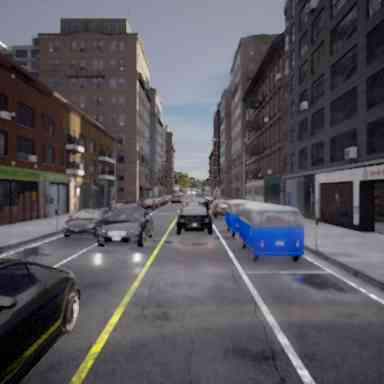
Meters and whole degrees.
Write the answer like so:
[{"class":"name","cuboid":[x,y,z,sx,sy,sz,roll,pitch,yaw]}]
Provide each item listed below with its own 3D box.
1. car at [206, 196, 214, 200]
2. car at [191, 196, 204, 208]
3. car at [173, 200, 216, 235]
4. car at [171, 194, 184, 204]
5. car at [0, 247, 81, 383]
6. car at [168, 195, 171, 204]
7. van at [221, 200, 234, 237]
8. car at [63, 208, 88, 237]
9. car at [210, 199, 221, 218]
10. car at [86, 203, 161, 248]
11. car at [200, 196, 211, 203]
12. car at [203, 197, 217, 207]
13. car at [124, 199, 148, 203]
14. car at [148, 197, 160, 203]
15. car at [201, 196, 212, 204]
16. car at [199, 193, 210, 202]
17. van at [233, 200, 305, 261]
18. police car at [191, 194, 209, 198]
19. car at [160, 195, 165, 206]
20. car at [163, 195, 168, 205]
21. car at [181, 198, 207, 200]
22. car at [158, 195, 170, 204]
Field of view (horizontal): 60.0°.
[{"class":"car","cuboid":[2.709,1.485,34.797,1.752,1.417,4.829,0,0,0]},{"class":"car","cuboid":[0.821,1.423,48.846,1.882,1.535,5.008,0,0,2]},{"class":"car","cuboid":[0.137,1.456,18.818,1.882,1.535,5.008,0,0,0]},{"class":"car","cuboid":[-2.671,1.526,59.004,1.895,1.301,4.718,0,0,1]},{"class":"car","cuboid":[-2.848,1.559,3.924,1.994,1.385,4.181,0,0,0]},{"class":"car","cuboid":[-5.267,1.492,57.373,1.947,1.339,4.313,0,0,0]},{"class":"van","cuboid":[2.672,1.322,17.580,1.690,1.788,3.998,0,0,0]},{"class":"car","cuboid":[-5.353,1.528,17.597,2.008,1.369,4.403,0,0,0]},{"class":"car","cuboid":[2.697,1.549,28.945,1.802,1.307,4.206,0,0,0]},{"class":"car","cuboid":[-2.809,1.474,14.885,2.128,1.511,4.902,0,0,0]},{"class":"car","cuboid":[2.783,1.465,68.721,2.008,1.369,4.403,0,0,0]},{"class":"car","cuboid":[2.746,1.482,51.674,1.887,1.381,4.507,0,0,0]},{"class":"car","cuboid":[-5.328,1.529,28.961,1.947,1.339,4.313,0,0,0]},{"class":"car","cuboid":[-5.304,1.493,40.326,1.887,1.381,4.507,0,0,0]},{"class":"car","cuboid":[2.770,1.467,63.039,1.887,1.381,4.507,0,0,0]},{"class":"car","cuboid":[2.795,1.221,74.403,2.192,1.841,5.009,0,0,0]},{"class":"van","cuboid":[2.660,1.329,11.897,1.690,1.788,3.998,0,0,0]},{"class":"police car","cuboid":[0.906,1.379,38.927,1.930,1.638,5.238,0,0,0]},{"class":"car","cuboid":[-5.292,1.492,46.008,2.008,1.369,4.403,0,0,0]},{"class":"car","cuboid":[-5.279,1.478,51.691,1.887,1.381,4.507,0,0,0]},{"class":"car","cuboid":[0.136,1.491,29.222,1.812,1.442,4.674,0,0,0]},{"class":"car","cuboid":[-5.255,1.358,63.055,1.967,1.590,4.097,0,0,0]}]
